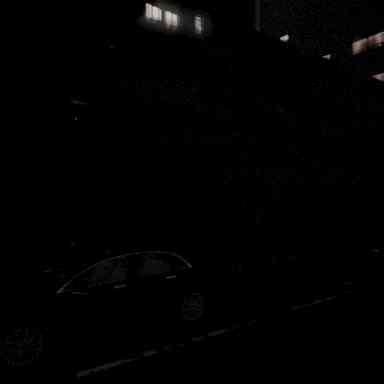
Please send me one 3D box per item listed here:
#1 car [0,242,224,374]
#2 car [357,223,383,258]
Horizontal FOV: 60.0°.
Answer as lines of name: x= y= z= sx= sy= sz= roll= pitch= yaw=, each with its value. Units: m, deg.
car: x=-1.462 y=1.570 z=5.530 sx=4.403 sy=1.369 sz=2.008 roll=1 pitch=-1 yaw=-36
car: x=7.790 y=1.676 z=12.137 sx=4.507 sy=1.381 sz=1.887 roll=1 pitch=-1 yaw=-36
